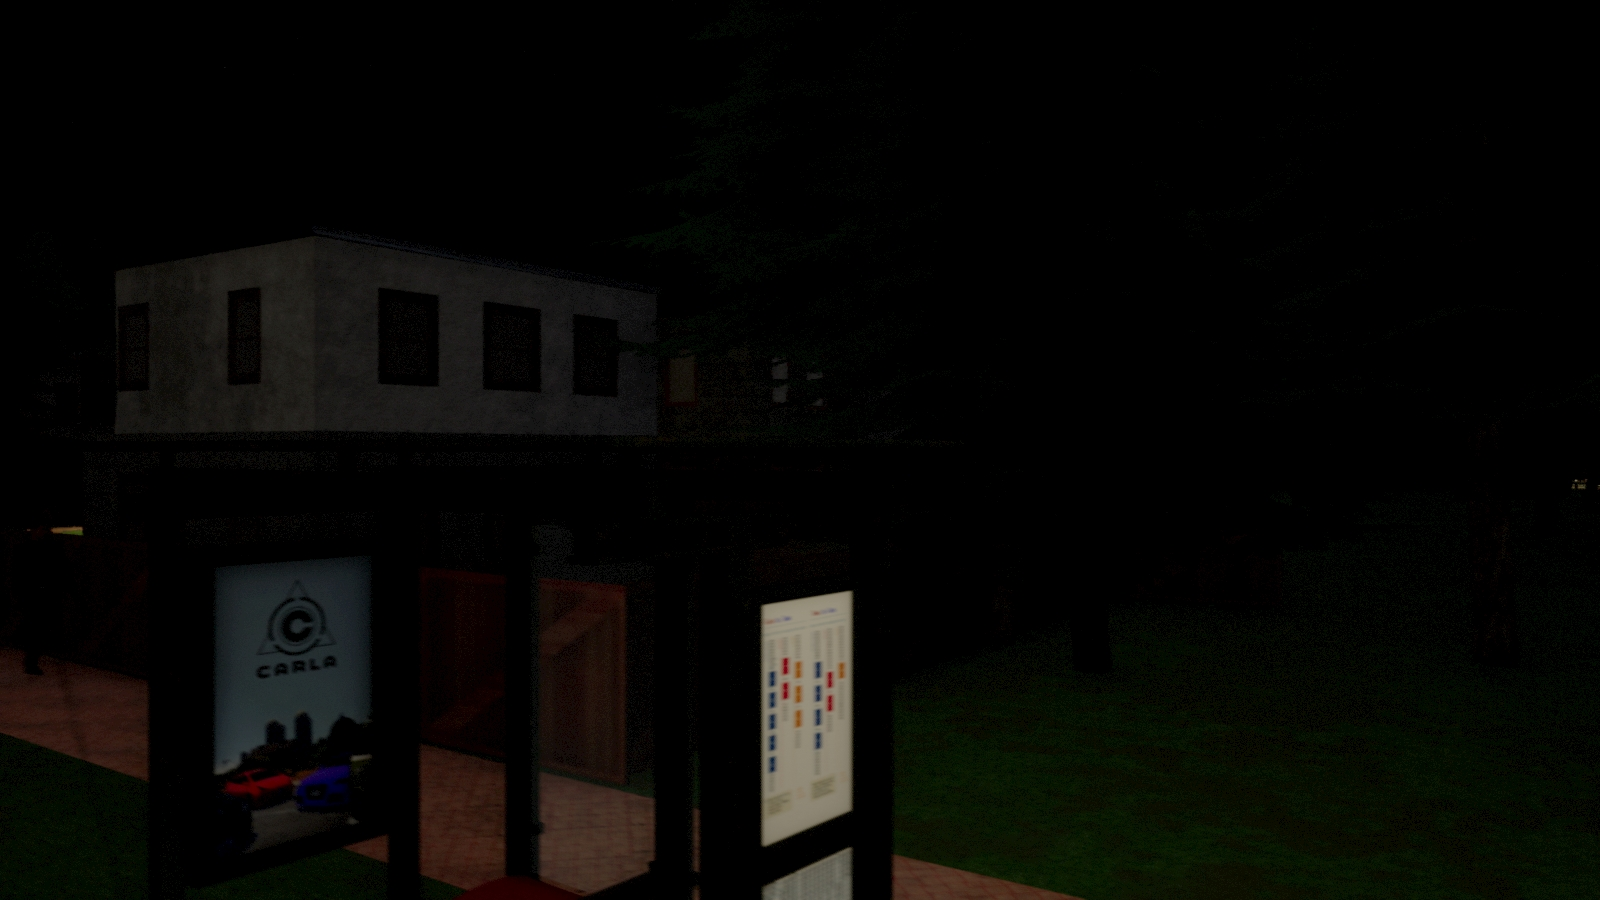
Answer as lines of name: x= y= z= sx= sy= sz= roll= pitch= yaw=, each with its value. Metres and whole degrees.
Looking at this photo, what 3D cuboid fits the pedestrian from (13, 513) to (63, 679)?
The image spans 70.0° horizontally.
pedestrian: x=-8.852 y=1.677 z=13.277 sx=0.375 sy=1.860 sz=0.375 roll=0 pitch=0 yaw=36
